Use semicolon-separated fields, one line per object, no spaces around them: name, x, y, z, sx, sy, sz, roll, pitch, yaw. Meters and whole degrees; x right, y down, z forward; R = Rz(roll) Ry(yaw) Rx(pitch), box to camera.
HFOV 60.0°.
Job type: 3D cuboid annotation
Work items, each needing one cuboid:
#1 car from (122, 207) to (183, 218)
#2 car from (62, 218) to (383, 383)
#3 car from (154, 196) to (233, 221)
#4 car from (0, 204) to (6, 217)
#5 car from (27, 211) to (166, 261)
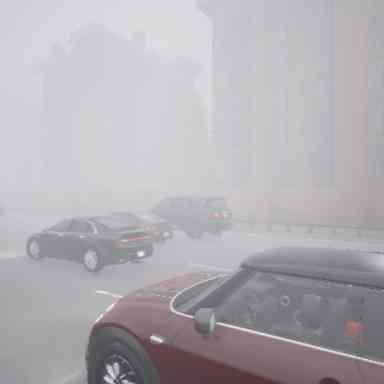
car;-2.903;1.525;14.641;4.674;1.442;1.812;0;0;35
car;1.031;1.353;3.257;4.553;1.767;2.097;0;0;35
car;-0.571;1.221;17.291;5.566;2.045;2.150;0;0;35
car;-19.013;1.477;30.433;5.008;1.535;1.882;0;0;35
car;-3.396;1.503;10.709;4.892;1.490;1.837;-1;0;35
